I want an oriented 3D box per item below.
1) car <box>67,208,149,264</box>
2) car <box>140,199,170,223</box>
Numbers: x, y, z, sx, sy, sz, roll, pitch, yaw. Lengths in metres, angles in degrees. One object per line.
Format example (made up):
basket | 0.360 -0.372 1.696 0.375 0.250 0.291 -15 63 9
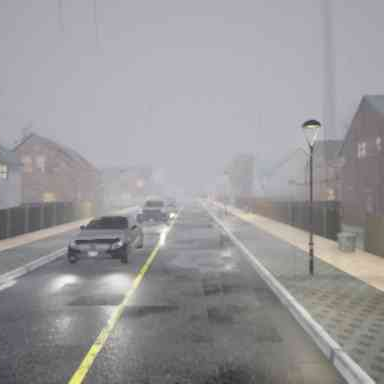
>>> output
car | -2.851 1.519 11.906 1.812 1.442 4.674 0 0 0
car | -2.802 1.351 25.190 2.097 1.767 4.553 0 0 0
